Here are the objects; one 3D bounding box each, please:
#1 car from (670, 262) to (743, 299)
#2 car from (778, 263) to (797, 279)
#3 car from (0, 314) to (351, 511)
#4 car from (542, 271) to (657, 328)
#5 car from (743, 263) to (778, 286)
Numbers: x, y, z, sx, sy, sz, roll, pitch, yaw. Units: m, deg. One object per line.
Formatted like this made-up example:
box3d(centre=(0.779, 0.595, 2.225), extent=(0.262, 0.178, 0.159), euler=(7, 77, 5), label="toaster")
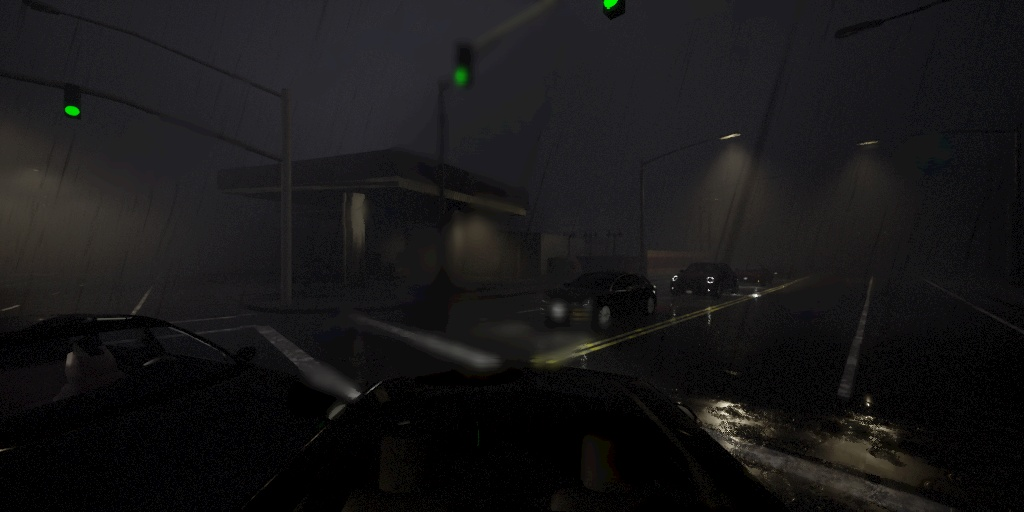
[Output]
box3d(centre=(9.897, 1.100, 18.358), extent=(4.553, 1.767, 2.097), euler=(0, 0, -44), label="car")
box3d(centre=(24.092, 1.311, 32.185), extent=(4.181, 1.385, 1.994), euler=(0, 0, -44), label="car")
box3d(centre=(-3.396, 1.242, 2.622), extent=(4.902, 1.511, 2.128), euler=(0, 0, 15), label="car")
box3d(centre=(2.992, 1.254, 11.579), extent=(4.892, 1.490, 1.837), euler=(0, 0, -45), label="car")
box3d(centre=(16.890, 1.312, 25.201), extent=(1.994, 1.385, 4.181), euler=(0, 0, 45), label="car")
